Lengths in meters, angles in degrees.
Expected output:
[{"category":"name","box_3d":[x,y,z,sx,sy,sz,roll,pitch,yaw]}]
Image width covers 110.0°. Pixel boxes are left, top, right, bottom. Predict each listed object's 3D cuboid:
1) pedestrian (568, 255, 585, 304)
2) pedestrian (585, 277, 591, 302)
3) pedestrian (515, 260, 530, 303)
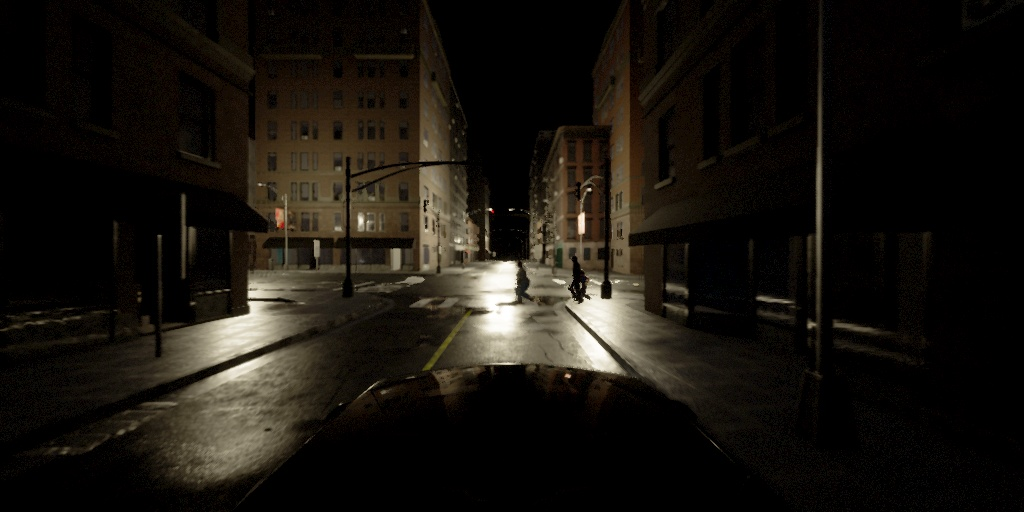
[{"category":"pedestrian","box_3d":[2.370,0.854,13.271,0.375,1.860,0.375,0,0,0]},{"category":"pedestrian","box_3d":[2.798,1.134,13.872,0.375,1.300,0.375,0,0,0]},{"category":"pedestrian","box_3d":[0.429,1.004,14.474,0.375,1.860,0.375,0,0,0]}]
